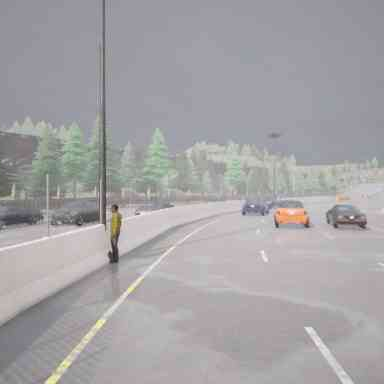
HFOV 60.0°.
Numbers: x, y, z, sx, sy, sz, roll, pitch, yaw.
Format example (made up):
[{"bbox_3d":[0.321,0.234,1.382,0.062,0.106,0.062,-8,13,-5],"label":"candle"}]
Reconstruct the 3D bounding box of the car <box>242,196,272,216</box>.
[{"bbox_3d":[6.440,1.352,33.273,2.097,1.767,4.553,0,0,20],"label":"car"}]

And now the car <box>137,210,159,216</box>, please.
[{"bbox_3d":[-3.062,1.491,27.479,2.128,1.511,4.902,0,0,17],"label":"car"}]

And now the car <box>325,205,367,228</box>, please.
[{"bbox_3d":[10.134,1.548,22.122,2.033,1.411,5.357,0,0,15],"label":"car"}]

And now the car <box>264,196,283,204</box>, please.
[{"bbox_3d":[15.876,1.477,64.438,1.882,1.535,5.008,0,0,37],"label":"car"}]

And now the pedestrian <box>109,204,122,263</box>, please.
[{"bbox_3d":[-2.445,1.294,10.512,0.375,1.860,0.375,0,0,6],"label":"pedestrian"}]

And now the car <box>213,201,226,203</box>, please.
[{"bbox_3d":[4.384,1.564,60.207,1.994,1.385,4.181,0,0,34],"label":"car"}]

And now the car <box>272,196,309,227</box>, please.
[{"bbox_3d":[6.759,1.353,22.846,2.097,1.767,4.553,0,0,14],"label":"car"}]
